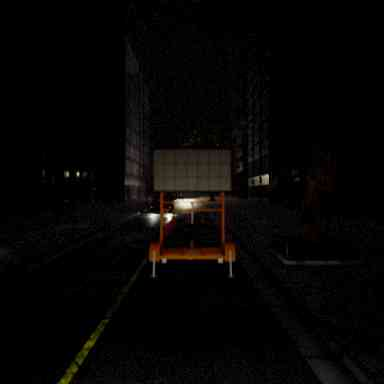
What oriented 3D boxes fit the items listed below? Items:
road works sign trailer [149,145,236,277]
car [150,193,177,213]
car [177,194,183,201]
[{"bbox_3d":[0.011,0.413,9.995,2.380,3.560,2.880,0,0,0],"label":"road works sign trailer"},{"bbox_3d":[-3.060,1.042,35.309,2.150,2.045,5.566,0,0,0],"label":"car"},{"bbox_3d":[-2.918,1.115,74.485,2.128,1.511,4.902,0,0,0],"label":"car"}]
